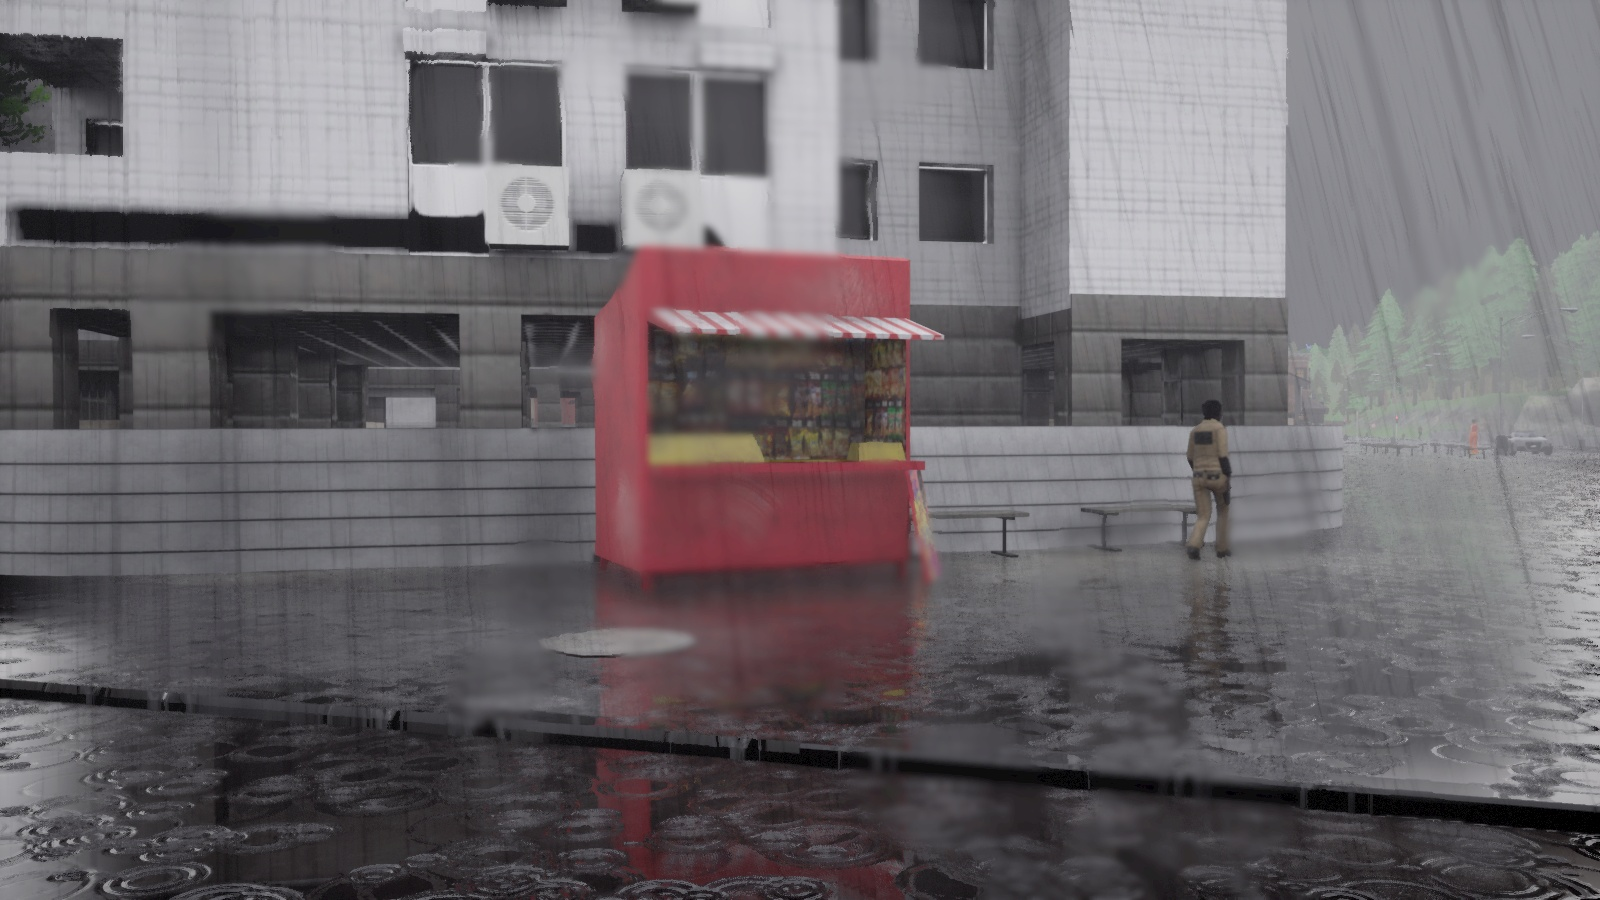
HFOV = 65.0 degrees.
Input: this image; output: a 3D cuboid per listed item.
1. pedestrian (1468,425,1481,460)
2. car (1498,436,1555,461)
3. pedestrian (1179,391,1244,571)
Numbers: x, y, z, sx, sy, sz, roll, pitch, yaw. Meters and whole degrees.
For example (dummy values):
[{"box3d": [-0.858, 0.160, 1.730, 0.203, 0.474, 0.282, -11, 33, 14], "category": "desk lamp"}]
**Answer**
[{"box3d": [35.971, -0.400, 66.945, 0.345, 1.836, 0.594, 0, 1, 0], "category": "pedestrian"}, {"box3d": [41.388, -0.101, 71.614, 1.994, 1.385, 4.181, 1, 1, 18], "category": "car"}, {"box3d": [4.542, 0.332, 13.855, 0.692, 1.930, 0.396, -1, 1, -44], "category": "pedestrian"}]
